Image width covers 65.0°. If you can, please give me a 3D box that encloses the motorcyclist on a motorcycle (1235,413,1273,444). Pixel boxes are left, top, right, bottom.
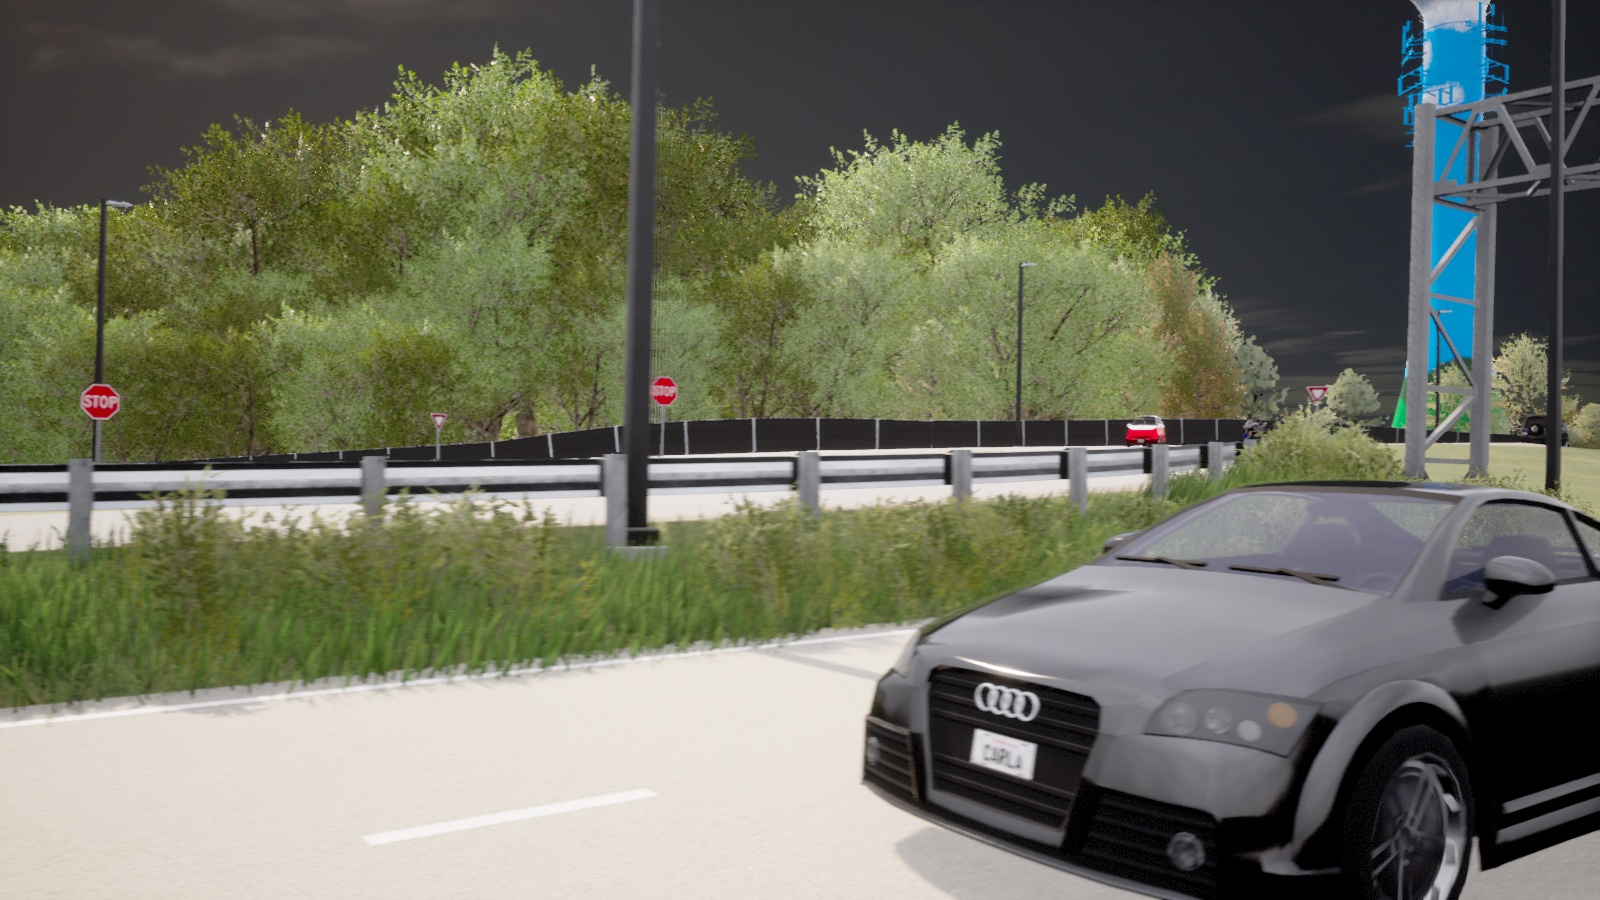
[{"bbox_3d":[23.124,-1.090,63.903,2.191,1.530,0.866,1,-1,-42],"label":"motorcyclist on a motorcycle"}]

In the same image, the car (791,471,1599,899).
[{"bbox_3d":[2.253,0.813,5.226,4.181,1.385,1.994,0,0,-35],"label":"car"}]

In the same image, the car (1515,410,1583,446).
[{"bbox_3d":[44.250,-1.287,74.159,3.866,1.878,1.905,3,-2,-33],"label":"car"}]

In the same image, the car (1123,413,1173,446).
[{"bbox_3d":[14.975,-0.869,54.041,1.481,1.376,2.207,0,0,32],"label":"car"}]
